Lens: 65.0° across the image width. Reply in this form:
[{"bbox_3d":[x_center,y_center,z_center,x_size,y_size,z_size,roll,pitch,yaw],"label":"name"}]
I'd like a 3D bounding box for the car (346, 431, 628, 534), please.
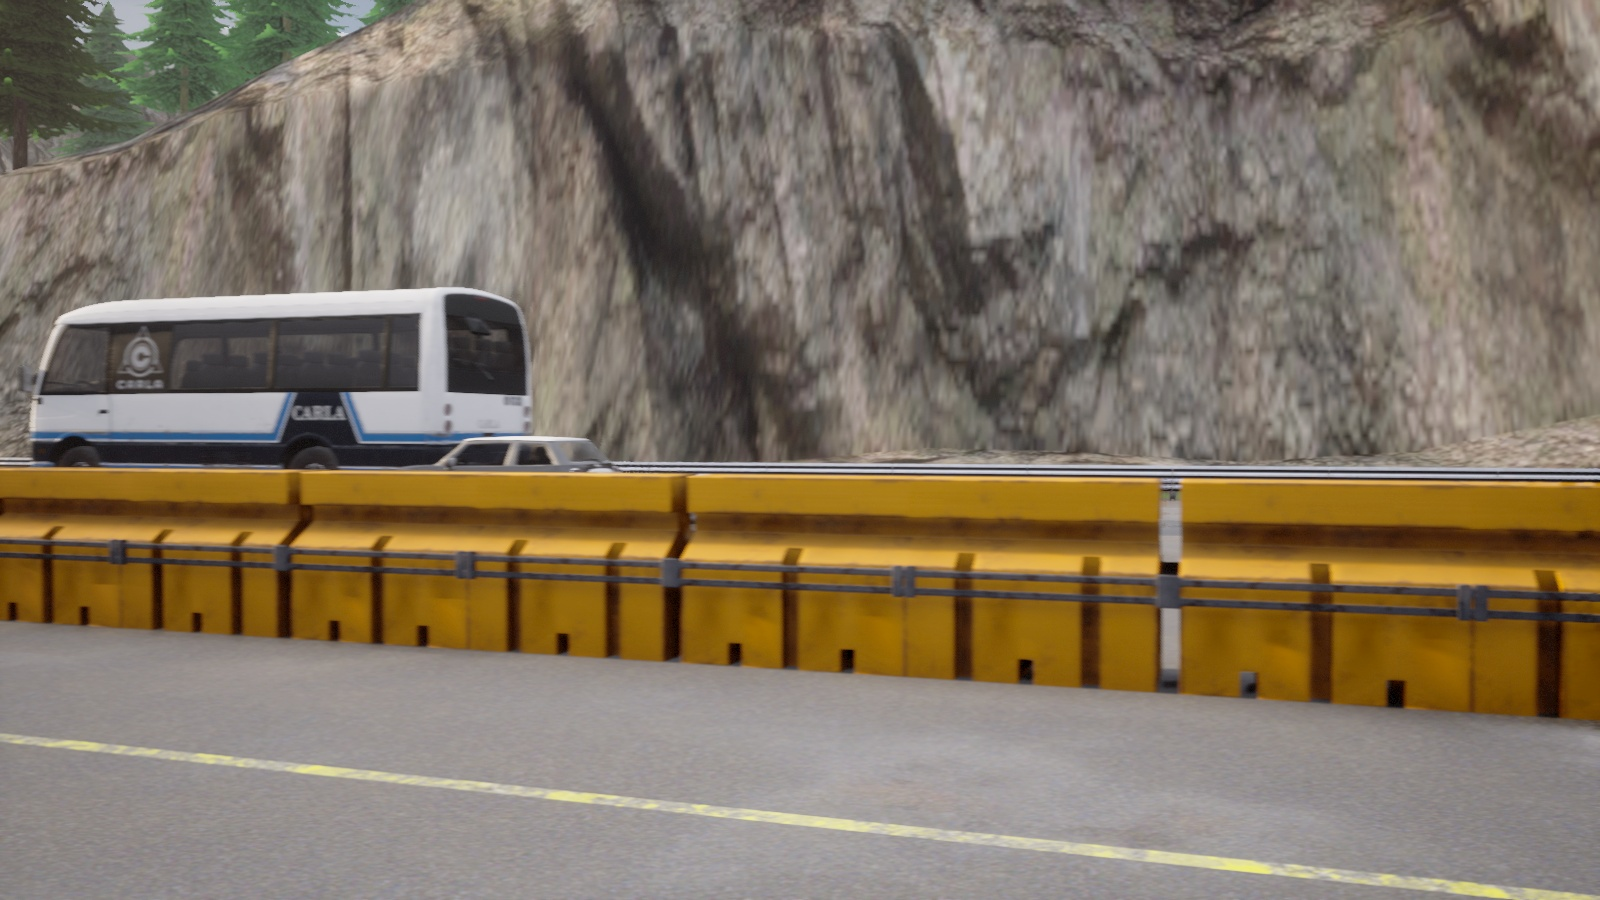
[{"bbox_3d":[-4.853,0.444,19.618,3.806,1.475,1.970,1,1,19],"label":"car"}]

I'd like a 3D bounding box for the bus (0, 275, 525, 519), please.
[{"bbox_3d":[-11.125,-1.025,25.423,10.273,4.253,3.944,1,1,19],"label":"bus"}]
